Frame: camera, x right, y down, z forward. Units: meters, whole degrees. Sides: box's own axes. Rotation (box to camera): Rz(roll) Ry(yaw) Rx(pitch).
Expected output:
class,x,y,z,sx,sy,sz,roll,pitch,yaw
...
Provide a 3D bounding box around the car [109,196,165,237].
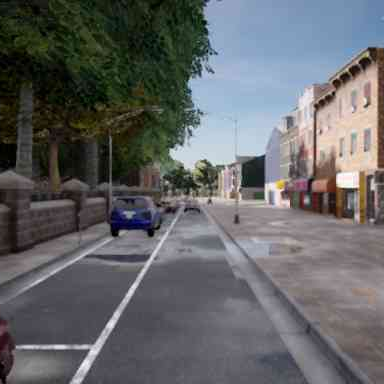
class,x,y,z,sx,sy,sz,roll,pitch,yaw
car,-2.973,1.246,18.412,2.150,2.045,5.566,0,0,0

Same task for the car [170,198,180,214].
class,x,y,z,sx,sy,sz,roll,pitch,yaw
car,-2.629,1.599,35.974,1.887,1.381,4.507,0,0,0

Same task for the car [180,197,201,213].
class,x,y,z,sx,sy,sz,roll,pitch,yaw
car,0.045,1.609,38.472,2.033,1.411,5.357,0,0,1

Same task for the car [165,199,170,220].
class,x,y,z,sx,sy,sz,roll,pitch,yaw
car,-3.010,1.534,25.382,1.837,1.490,4.892,0,0,0

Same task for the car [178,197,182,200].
class,x,y,z,sx,sy,sz,roll,pitch,yaw
car,-2.627,1.621,41.662,2.008,1.369,4.403,-1,0,0

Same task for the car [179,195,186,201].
class,x,y,z,sx,sy,sz,roll,pitch,yaw
car,-2.609,1.726,91.106,1.967,1.590,4.097,-1,0,0

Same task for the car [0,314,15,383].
class,x,y,z,sx,sy,sz,roll,pitch,yaw
car,-2.641,1.583,1.842,1.802,1.307,4.206,0,0,0

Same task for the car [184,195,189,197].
class,x,y,z,sx,sy,sz,roll,pitch,yaw
car,0.029,1.579,50.902,1.882,1.535,5.008,0,0,0
